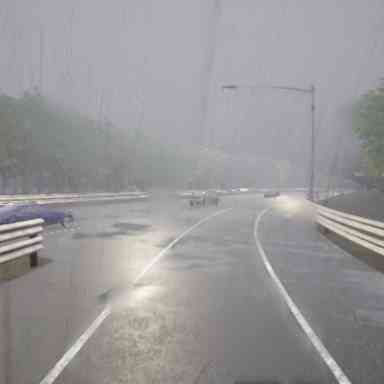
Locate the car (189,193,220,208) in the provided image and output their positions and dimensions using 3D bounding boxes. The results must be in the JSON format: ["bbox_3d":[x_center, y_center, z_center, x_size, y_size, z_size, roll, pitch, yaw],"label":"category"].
[{"bbox_3d":[1.439,0.836,35.587,2.128,1.511,4.902,1,2,28],"label":"car"}]

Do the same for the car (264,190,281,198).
[{"bbox_3d":[14.353,0.354,59.488,2.033,1.411,5.357,1,2,28],"label":"car"}]

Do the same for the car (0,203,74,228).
[{"bbox_3d":[-8.385,1.274,17.412,1.812,1.442,4.674,1,2,28],"label":"car"}]
